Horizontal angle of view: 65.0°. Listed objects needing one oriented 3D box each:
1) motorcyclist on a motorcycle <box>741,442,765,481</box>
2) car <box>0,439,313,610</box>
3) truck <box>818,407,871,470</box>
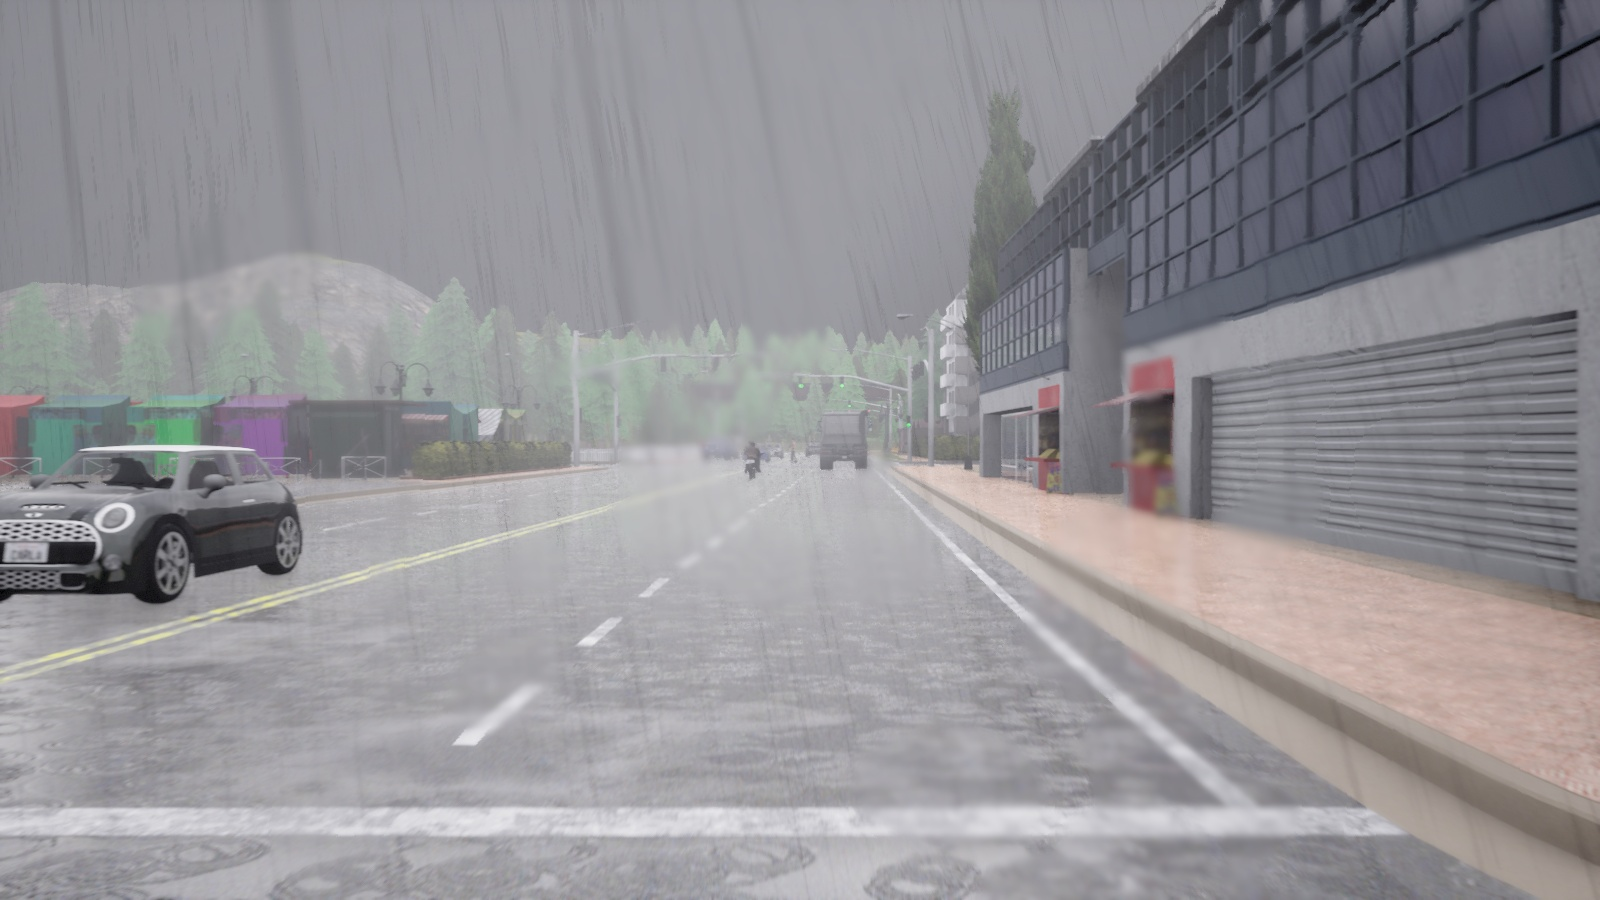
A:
[{"bbox_3d":[-1.838,0.448,49.499,0.797,1.523,2.044,0,0,2],"label":"motorcyclist on a motorcycle"},{"bbox_3d":[-6.742,0.634,12.807,1.970,1.475,3.806,0,0,2],"label":"car"},{"bbox_3d":[2.592,-0.645,73.076,2.891,3.462,7.936,0,0,2],"label":"truck"}]
